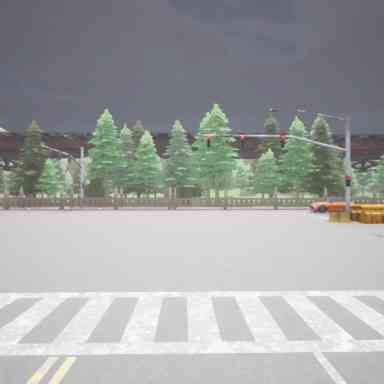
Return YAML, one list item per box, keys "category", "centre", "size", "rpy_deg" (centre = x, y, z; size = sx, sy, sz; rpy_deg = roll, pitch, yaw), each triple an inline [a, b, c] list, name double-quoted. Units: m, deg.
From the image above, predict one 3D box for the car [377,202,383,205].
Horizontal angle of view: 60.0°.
- category: "car"
  centre: [16.876, 1.564, 28.586]
  size: [4.181, 1.385, 1.994]
  rpy_deg: [0, 0, -2]

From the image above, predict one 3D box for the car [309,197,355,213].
- category: "car"
  centre: [14.912, 1.352, 35.534]
  size: [4.553, 1.767, 2.097]
  rpy_deg: [0, 0, -2]
